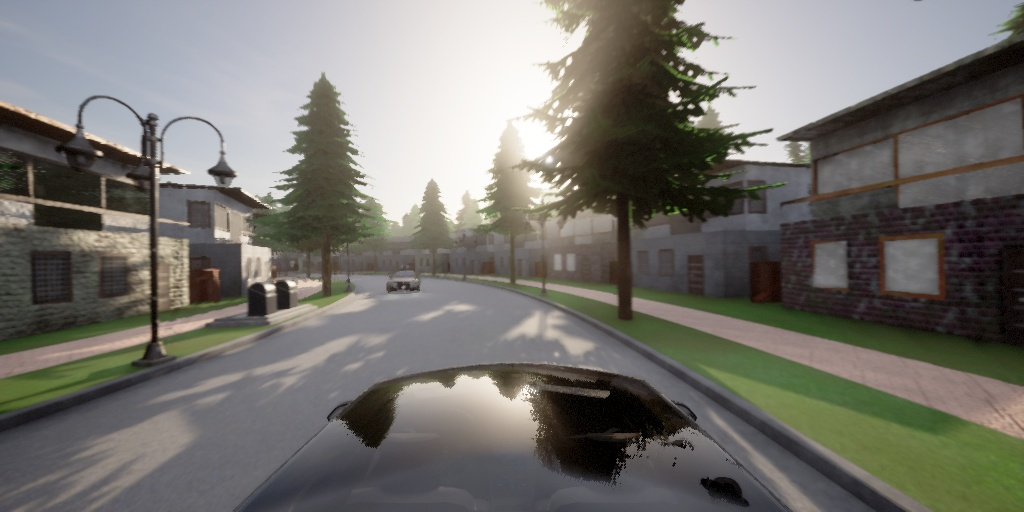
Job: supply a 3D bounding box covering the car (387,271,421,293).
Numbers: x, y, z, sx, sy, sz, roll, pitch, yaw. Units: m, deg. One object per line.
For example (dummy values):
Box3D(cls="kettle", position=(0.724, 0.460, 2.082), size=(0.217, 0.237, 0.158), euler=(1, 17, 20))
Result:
Box3D(cls="car", position=(-6.984, 1.675, 23.411), size=(1.994, 1.385, 4.181), euler=(-1, 0, -15))
